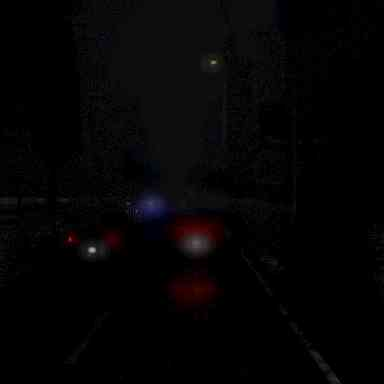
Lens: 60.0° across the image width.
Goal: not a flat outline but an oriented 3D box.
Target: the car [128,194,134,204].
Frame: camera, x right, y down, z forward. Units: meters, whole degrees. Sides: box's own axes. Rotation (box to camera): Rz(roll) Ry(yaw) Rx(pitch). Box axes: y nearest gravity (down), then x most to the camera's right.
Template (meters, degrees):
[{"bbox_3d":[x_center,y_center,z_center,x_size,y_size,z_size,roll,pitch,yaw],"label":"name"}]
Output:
[{"bbox_3d":[-9.244,1.098,54.542,1.837,1.490,4.892,0,0,1],"label":"car"}]

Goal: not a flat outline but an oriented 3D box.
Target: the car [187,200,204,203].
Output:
[{"bbox_3d":[0.304,1.338,25.999,2.033,1.411,5.357,0,0,1],"label":"car"}]

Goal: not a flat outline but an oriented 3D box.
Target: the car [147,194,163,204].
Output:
[{"bbox_3d":[-5.994,1.085,54.508,2.128,1.511,4.902,0,0,1],"label":"car"}]

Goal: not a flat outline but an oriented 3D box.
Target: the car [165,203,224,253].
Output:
[{"bbox_3d":[0.184,1.395,13.014,1.837,1.490,4.892,0,0,1],"label":"car"}]

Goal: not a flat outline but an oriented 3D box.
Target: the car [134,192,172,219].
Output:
[{"bbox_3d":[-2.924,1.006,27.081,2.150,2.045,5.566,0,1,1],"label":"car"}]

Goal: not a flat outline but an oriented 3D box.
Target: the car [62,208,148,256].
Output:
[{"bbox_3d":[-3.075,1.496,12.589,1.895,1.301,4.718,0,0,1],"label":"car"}]
